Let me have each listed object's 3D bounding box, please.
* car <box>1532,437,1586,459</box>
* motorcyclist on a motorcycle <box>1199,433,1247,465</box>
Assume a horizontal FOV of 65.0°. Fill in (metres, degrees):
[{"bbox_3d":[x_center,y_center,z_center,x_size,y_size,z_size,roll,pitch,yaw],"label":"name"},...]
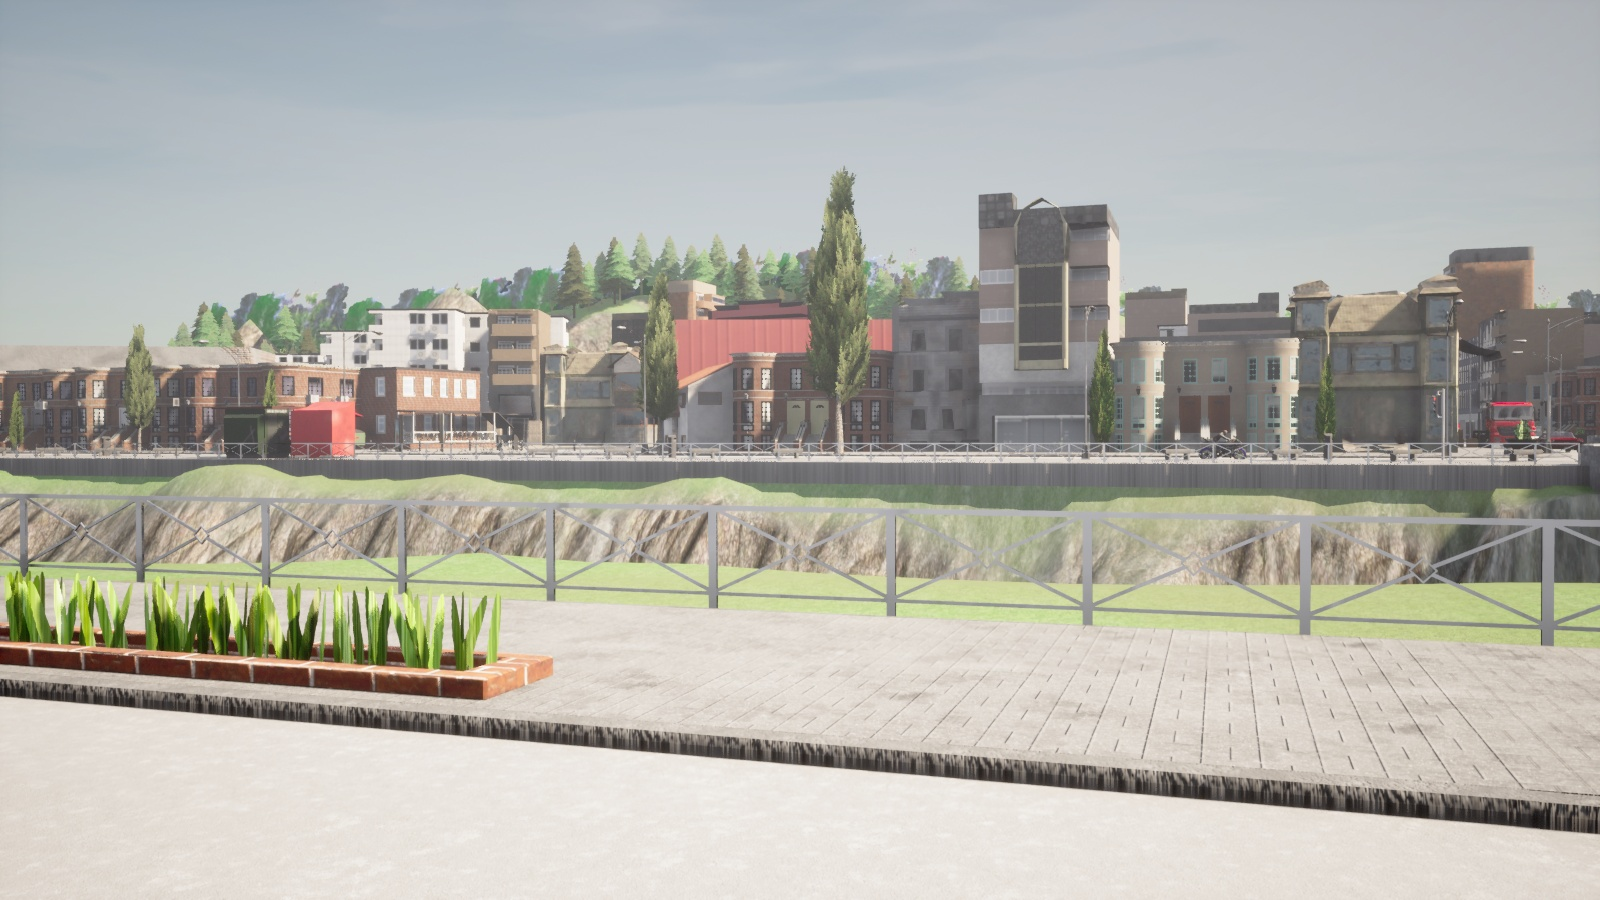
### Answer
[{"bbox_3d":[47.006,-0.143,77.846,1.895,1.301,4.718,1,1,19],"label":"car"},{"bbox_3d":[20.822,-0.050,61.831,2.191,1.530,0.866,1,1,19],"label":"motorcyclist on a motorcycle"}]
